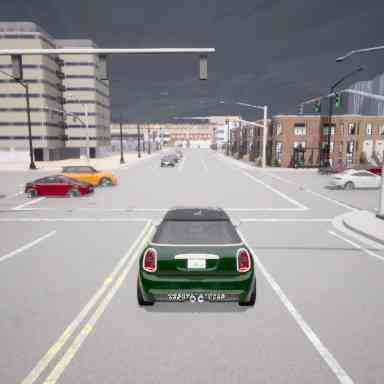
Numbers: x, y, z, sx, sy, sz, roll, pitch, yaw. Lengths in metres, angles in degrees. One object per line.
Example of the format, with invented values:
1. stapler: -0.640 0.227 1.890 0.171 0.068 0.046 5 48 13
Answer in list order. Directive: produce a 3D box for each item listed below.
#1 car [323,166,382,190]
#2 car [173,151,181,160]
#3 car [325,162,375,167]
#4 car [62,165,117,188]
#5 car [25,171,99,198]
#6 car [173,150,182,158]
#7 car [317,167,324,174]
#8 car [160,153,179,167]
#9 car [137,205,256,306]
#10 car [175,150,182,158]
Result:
1. car: 12.820 -0.954 25.187 4.674 1.442 1.812 0 8 0
2. car: -3.459 -5.923 58.196 1.882 1.535 5.008 0 9 0
3. car: 16.048 -2.062 32.281 5.008 1.535 1.882 0 8 0
4. car: -8.297 -1.291 26.306 4.553 1.767 2.097 -2 9 -14
5. car: -8.658 -0.408 21.844 4.181 1.385 1.994 0 8 0
6. car: -3.339 -8.935 77.540 2.097 1.767 4.553 0 8 0
7. car: 16.395 -2.511 35.759 5.357 1.411 2.033 0 8 0
8. car: -3.511 -4.516 48.858 2.128 1.511 4.902 0 8 1
9. car: 0.091 1.075 7.660 2.097 1.767 4.553 0 4 0
10. car: -3.371 -7.262 67.490 1.812 1.442 4.674 0 8 1
